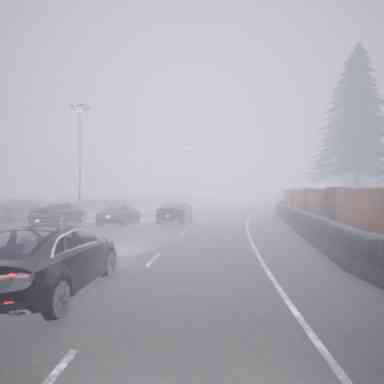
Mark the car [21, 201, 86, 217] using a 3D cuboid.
[{"bbox_3d":[-8.615,1.415,21.677,1.837,1.490,4.892,0,0,8],"label":"car"}]

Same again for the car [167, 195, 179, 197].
[{"bbox_3d":[-4.267,1.305,71.244,2.033,1.411,5.357,0,0,26],"label":"car"}]

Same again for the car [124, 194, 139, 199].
[{"bbox_3d":[-11.745,1.289,71.812,2.033,1.411,5.357,0,0,24],"label":"car"}]

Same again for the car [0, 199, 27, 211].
[{"bbox_3d":[-17.510,1.400,32.725,2.033,1.411,5.357,0,0,12],"label":"car"}]

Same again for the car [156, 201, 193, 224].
[{"bbox_3d":[-1.170,1.402,23.927,1.882,1.535,5.008,0,0,9],"label":"car"}]

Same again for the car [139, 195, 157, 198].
[{"bbox_3d":[-8.643,1.318,70.187,1.994,1.385,4.181,0,0,24],"label":"car"}]

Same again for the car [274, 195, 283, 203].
[{"bbox_3d":[17.197,1.381,64.487,1.812,1.442,4.674,0,0,27],"label":"car"}]

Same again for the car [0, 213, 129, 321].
[{"bbox_3d":[-3.082,1.461,7.223,2.128,1.511,4.902,0,0,3],"label":"car"}]

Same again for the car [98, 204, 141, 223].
[{"bbox_3d":[-4.904,1.482,22.677,1.994,1.385,4.181,0,0,9],"label":"car"}]

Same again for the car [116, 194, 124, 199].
[{"bbox_3d":[-14.847,1.258,73.436,1.812,1.442,4.674,0,0,24],"label":"car"}]
